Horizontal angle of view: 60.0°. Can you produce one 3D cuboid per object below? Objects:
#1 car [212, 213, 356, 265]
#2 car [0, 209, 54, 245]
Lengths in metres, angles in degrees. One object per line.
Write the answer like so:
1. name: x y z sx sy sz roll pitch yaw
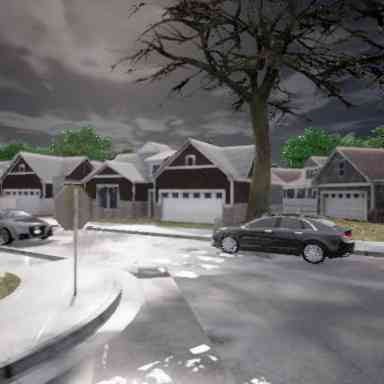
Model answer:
1. car: 3.033 1.505 11.708 4.892 1.490 1.837 0 0 32
2. car: -8.257 1.490 15.087 4.181 1.385 1.994 0 0 30
